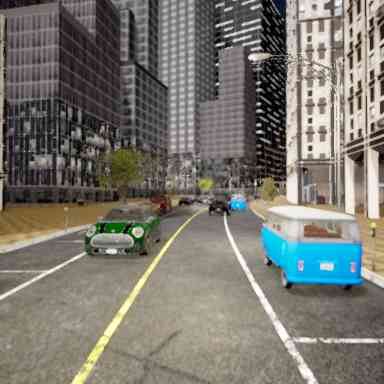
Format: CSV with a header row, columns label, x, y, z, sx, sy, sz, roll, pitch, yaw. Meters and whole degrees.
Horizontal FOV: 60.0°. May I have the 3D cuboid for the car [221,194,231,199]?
label,x,y,z,sx,sy,sz,roll,pitch,yaw
car,9.800,1.263,94.710,1.752,1.417,4.829,1,0,18

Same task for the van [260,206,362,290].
label,x,y,z,sx,sy,sz,roll,pitch,yaw
van,2.883,1.316,8.778,1.690,1.788,3.998,1,0,2

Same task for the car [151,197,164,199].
label,x,y,z,sx,sy,sz,roll,pitch,yaw
car,-3.906,1.443,28.310,1.752,1.417,4.829,1,0,5

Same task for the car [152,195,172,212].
label,x,y,z,sx,sy,sz,roll,pitch,yaw
car,-3.298,1.217,34.114,2.192,1.841,5.009,1,0,6

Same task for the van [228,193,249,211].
label,x,y,z,sx,sy,sz,roll,pitch,yaw
van,5.270,1.219,38.148,1.690,1.788,3.998,1,0,8

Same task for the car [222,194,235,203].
label,x,y,z,sx,sy,sz,roll,pitch,yaw
car,7.137,1.277,64.874,1.882,1.535,5.008,0,0,13

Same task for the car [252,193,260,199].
label,x,y,z,sx,sy,sz,roll,pitch,yaw
car,16.524,1.278,89.402,1.947,1.339,4.313,1,0,17

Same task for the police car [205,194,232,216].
label,x,y,z,sx,sy,sz,roll,pitch,yaw
police car,2.621,1.326,32.044,1.930,1.638,5.238,0,0,6

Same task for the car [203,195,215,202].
label,x,y,z,sx,sy,sz,roll,pitch,yaw
car,3.738,1.372,73.394,1.802,1.307,4.206,1,0,14

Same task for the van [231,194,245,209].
label,x,y,z,sx,sy,sz,roll,pitch,yaw
van,6.085,1.200,43.954,1.690,1.788,3.998,1,0,9

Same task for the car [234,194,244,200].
label,x,y,z,sx,sy,sz,roll,pitch,yaw
car,11.671,1.285,82.739,1.895,1.301,4.718,0,0,17

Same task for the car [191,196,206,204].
label,x,y,z,sx,sy,sz,roll,pitch,yaw
car,1.226,1.387,62.330,1.947,1.339,4.313,1,0,12

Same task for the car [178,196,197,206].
label,x,y,z,sx,sy,sz,roll,pitch,yaw
car,-0.891,1.420,51.126,1.947,1.339,4.313,1,0,10

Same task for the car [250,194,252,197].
label,x,y,z,sx,sy,sz,roll,pitch,yaw
car,10.476,1.346,67.086,1.947,1.339,4.313,1,0,13

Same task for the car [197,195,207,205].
label,x,y,z,sx,sy,sz,roll,pitch,yaw
car,2.485,1.325,55.635,2.128,1.511,4.902,0,0,11

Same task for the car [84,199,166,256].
label,x,y,z,sx,sy,sz,roll,pitch,yaw
car,-2.481,1.313,12.938,2.097,1.767,4.553,0,0,3

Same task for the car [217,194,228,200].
label,x,y,z,sx,sy,sz,roll,pitch,yaw
car,8.203,1.315,89.627,1.947,1.339,4.313,1,0,17
